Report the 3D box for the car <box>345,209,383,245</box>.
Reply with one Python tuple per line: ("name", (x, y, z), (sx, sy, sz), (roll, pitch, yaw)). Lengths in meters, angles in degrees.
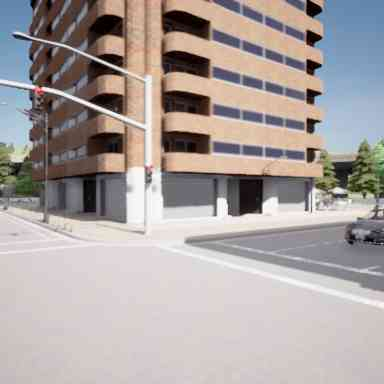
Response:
("car", (8.535, 1.481, 14.344), (4.902, 1.511, 2.128), (0, 0, -35))
